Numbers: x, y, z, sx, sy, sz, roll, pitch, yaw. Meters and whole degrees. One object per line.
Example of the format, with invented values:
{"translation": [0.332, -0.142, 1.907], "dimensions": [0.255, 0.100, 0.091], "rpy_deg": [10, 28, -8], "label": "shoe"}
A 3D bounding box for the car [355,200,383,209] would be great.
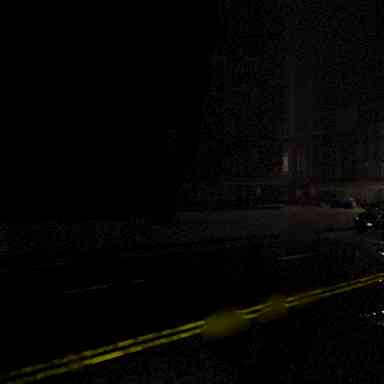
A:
{"translation": [31.874, 2.217, 59.782], "dimensions": [1.947, 1.339, 4.313], "rpy_deg": [0, 0, -35], "label": "car"}

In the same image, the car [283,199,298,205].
{"translation": [22.052, 2.138, 73.593], "dimensions": [1.802, 1.307, 4.206], "rpy_deg": [0, 0, -35], "label": "car"}

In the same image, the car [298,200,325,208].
{"translation": [21.654, 2.194, 59.444], "dimensions": [1.802, 1.307, 4.206], "rpy_deg": [0, 0, -35], "label": "car"}

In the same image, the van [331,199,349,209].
{"translation": [24.929, 1.983, 54.840], "dimensions": [1.690, 1.788, 3.998], "rpy_deg": [0, 0, -35], "label": "van"}

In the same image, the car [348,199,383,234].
{"translation": [12.304, 1.516, 20.433], "dimensions": [5.566, 2.045, 2.150], "rpy_deg": [1, -1, -35], "label": "car"}
